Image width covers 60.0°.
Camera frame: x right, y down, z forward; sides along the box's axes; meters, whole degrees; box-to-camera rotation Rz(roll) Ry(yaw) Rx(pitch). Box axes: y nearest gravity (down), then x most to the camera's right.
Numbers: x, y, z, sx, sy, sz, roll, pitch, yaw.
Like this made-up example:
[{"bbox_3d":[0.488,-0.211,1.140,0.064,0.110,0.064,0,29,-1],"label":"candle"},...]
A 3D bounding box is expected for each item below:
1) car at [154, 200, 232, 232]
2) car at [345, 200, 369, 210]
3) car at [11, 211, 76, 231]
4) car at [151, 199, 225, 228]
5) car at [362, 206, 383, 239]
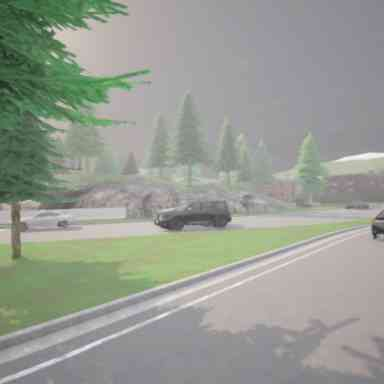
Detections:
[{"bbox_3d":[0.178,1.632,23.682,5.566,2.045,2.150,-1,-1,-23],"label":"car"},{"bbox_3d":[24.077,1.925,48.492,4.181,1.385,1.994,0,-1,-38],"label":"car"},{"bbox_3d":[-11.629,2.213,26.287,4.674,1.442,1.812,-1,-1,-23],"label":"car"},{"bbox_3d":[-0.324,1.700,27.211,5.566,2.045,2.150,-1,-1,-23],"label":"car"},{"bbox_3d":[10.746,1.581,17.152,2.128,1.511,4.902,-2,-1,42],"label":"car"}]
